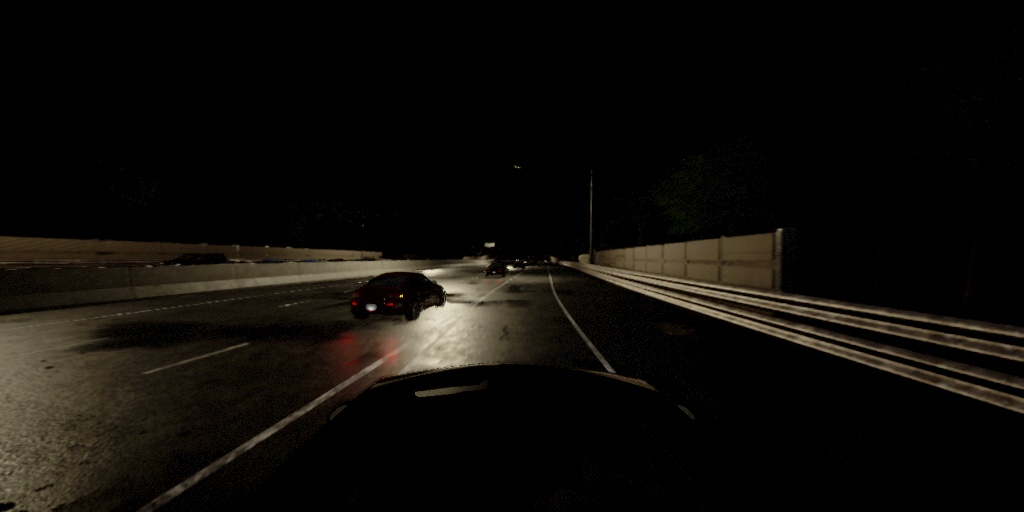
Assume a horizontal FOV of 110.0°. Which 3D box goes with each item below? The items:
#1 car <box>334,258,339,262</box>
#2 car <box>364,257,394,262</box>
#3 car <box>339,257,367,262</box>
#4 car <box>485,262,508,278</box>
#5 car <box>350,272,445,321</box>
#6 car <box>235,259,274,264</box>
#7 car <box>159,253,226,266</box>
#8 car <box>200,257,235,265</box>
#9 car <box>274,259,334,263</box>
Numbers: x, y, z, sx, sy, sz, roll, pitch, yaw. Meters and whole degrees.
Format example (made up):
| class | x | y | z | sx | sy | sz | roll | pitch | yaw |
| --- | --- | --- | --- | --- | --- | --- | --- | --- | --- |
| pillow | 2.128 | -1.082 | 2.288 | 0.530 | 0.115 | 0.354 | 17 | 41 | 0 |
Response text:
| class | x | y | z | sx | sy | sz | roll | pitch | yaw |
| --- | --- | --- | --- | --- | --- | --- | --- | --- | --- |
| car | -24.708 | 1.080 | 50.843 | 1.882 | 1.535 | 5.008 | 1 | 0 | 6 |
| car | -17.857 | 1.204 | 49.112 | 1.812 | 1.442 | 4.674 | 1 | 0 | 6 |
| car | -21.352 | 1.201 | 49.335 | 1.994 | 1.385 | 4.181 | 1 | 0 | 6 |
| car | -1.469 | 1.357 | 35.942 | 1.812 | 1.442 | 4.674 | 1 | 0 | 5 |
| car | -3.692 | 1.257 | 12.240 | 1.812 | 1.442 | 4.674 | 1 | 0 | 5 |
| car | -22.841 | 1.050 | 33.839 | 1.882 | 1.535 | 5.008 | 1 | 0 | 6 |
| car | -29.861 | 0.709 | 33.936 | 2.150 | 2.045 | 5.566 | 1 | 0 | 6 |
| car | -26.336 | 1.057 | 34.045 | 1.812 | 1.442 | 4.674 | 1 | 0 | 6 |
| car | -19.347 | 1.090 | 33.618 | 1.882 | 1.535 | 5.008 | 1 | 0 | 6 |
